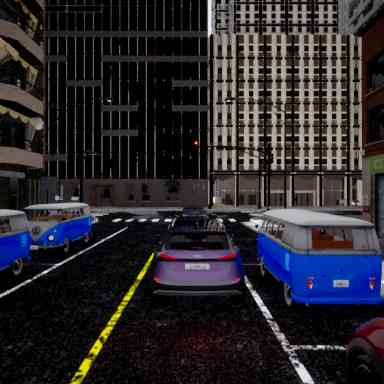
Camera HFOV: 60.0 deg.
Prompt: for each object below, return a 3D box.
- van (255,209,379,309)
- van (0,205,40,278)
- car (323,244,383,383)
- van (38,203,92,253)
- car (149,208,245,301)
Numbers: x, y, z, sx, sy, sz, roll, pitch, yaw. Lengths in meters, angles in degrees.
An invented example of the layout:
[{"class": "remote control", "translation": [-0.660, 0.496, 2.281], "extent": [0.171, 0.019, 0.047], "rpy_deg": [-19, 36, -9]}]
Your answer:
[{"class": "van", "translation": [2.574, 1.343, 7.586], "extent": [1.690, 1.788, 3.998], "rpy_deg": [0, 0, 0]}, {"class": "van", "translation": [-5.306, 1.343, 7.585], "extent": [1.690, 1.788, 3.998], "rpy_deg": [0, 0, 0]}, {"class": "car", "translation": [2.570, 1.440, 1.895], "extent": [1.967, 1.590, 4.097], "rpy_deg": [0, 0, 0]}, {"class": "van", "translation": [-5.303, 1.345, 13.274], "extent": [1.690, 1.788, 3.998], "rpy_deg": [0, 0, 0]}, {"class": "car", "translation": [0.105, 1.432, 8.343], "extent": [2.033, 1.649, 4.856], "rpy_deg": [0, 0, 0]}]
